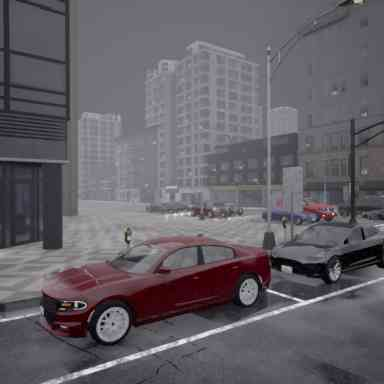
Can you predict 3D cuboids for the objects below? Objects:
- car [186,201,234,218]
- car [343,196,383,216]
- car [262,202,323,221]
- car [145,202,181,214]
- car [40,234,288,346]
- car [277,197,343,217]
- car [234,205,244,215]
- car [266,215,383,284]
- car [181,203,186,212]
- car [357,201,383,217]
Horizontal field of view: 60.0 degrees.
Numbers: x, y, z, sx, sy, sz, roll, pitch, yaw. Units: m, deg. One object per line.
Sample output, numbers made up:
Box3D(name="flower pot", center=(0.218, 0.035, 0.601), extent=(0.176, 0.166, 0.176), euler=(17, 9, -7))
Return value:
Box3D(name="car", center=(1.807, 1.731, 34.769), extent=(2.097, 1.767, 4.553), euler=(0, -1, -35))
Box3D(name="car", center=(16.463, 1.409, 31.263), extent=(2.150, 2.045, 5.566), euler=(0, -1, -36))
Box3D(name="car", center=(7.646, 1.775, 26.514), extent=(1.812, 1.442, 4.674), euler=(0, -1, -35))
Box3D(name="car", center=(-4.114, 2.050, 43.124), extent=(2.033, 1.411, 5.357), euler=(0, 0, -36))
Box3D(name="car", center=(-0.442, 1.546, 6.338), extent=(4.507, 1.381, 1.887), euler=(0, 0, -36))
Box3D(name="car", center=(9.789, 1.467, 29.109), extent=(2.150, 2.045, 5.566), euler=(0, -1, -35))
Box3D(name="car", center=(3.783, 1.883, 37.595), extent=(1.837, 1.490, 4.892), euler=(0, -1, -35))
Box3D(name="car", center=(4.153, 1.568, 9.616), extent=(4.313, 1.339, 1.947), euler=(0, 0, -36))
Box3D(name="car", center=(-2.345, 2.053, 46.261), extent=(2.033, 1.411, 5.357), euler=(0, 0, -36))
Box3D(name="car", center=(16.281, 1.682, 25.909), extent=(2.033, 1.411, 5.357), euler=(0, -1, -35))
